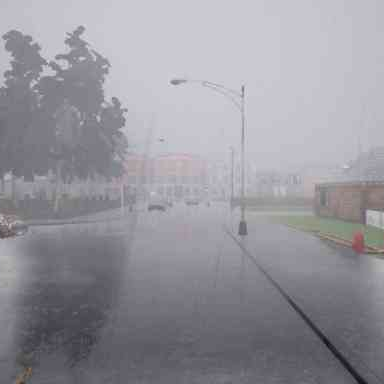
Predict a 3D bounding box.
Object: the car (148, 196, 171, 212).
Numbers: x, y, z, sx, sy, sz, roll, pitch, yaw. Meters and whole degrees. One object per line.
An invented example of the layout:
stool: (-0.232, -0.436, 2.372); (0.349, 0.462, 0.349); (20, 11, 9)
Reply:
car: (-4.053, 1.542, 39.699); (2.033, 1.411, 5.357); (0, 0, 0)

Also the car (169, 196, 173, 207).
car: (-4.008, 1.345, 49.847); (2.097, 1.767, 4.553); (0, 0, 1)

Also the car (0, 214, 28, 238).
car: (-10.328, 1.350, 15.821); (4.553, 1.767, 2.097); (0, 0, 2)

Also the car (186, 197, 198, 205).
car: (0.058, 1.555, 58.000); (1.994, 1.385, 4.181); (0, 0, -2)
